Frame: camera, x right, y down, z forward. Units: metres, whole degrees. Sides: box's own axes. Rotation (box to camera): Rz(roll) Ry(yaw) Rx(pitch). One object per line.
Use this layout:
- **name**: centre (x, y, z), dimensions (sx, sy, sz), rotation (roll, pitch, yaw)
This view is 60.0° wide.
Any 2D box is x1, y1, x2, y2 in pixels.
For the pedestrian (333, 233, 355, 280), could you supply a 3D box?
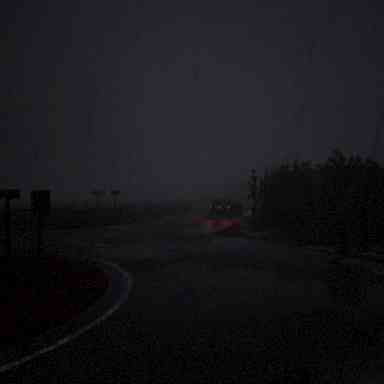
- **pedestrian**: centre (3.948, 1.282, 8.598), dimensions (0.375, 1.860, 0.375), rotation (0, 0, -8)

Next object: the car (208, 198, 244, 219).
- **car**: centre (3.074, 1.306, 29.238), dimensions (2.097, 1.767, 4.553), rotation (0, 0, 23)
